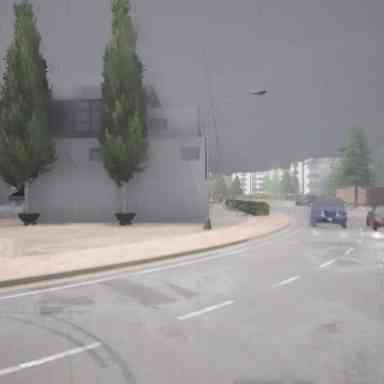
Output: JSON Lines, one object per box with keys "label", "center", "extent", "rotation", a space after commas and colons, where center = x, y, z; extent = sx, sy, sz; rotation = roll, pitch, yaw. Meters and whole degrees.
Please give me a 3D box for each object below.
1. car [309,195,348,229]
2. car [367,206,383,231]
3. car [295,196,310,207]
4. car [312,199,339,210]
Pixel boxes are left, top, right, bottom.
{"label": "car", "center": [9.576, 1.363, 23.380], "extent": [2.150, 2.045, 5.566], "rotation": [0, 0, 20]}
{"label": "car", "center": [12.376, 1.638, 21.250], "extent": [1.812, 1.442, 4.674], "rotation": [0, 0, 21]}
{"label": "car", "center": [20.258, 1.929, 60.369], "extent": [2.033, 1.411, 5.357], "rotation": [0, 0, 2]}
{"label": "car", "center": [19.875, 1.848, 49.792], "extent": [2.033, 1.411, 5.357], "rotation": [0, 0, 2]}
